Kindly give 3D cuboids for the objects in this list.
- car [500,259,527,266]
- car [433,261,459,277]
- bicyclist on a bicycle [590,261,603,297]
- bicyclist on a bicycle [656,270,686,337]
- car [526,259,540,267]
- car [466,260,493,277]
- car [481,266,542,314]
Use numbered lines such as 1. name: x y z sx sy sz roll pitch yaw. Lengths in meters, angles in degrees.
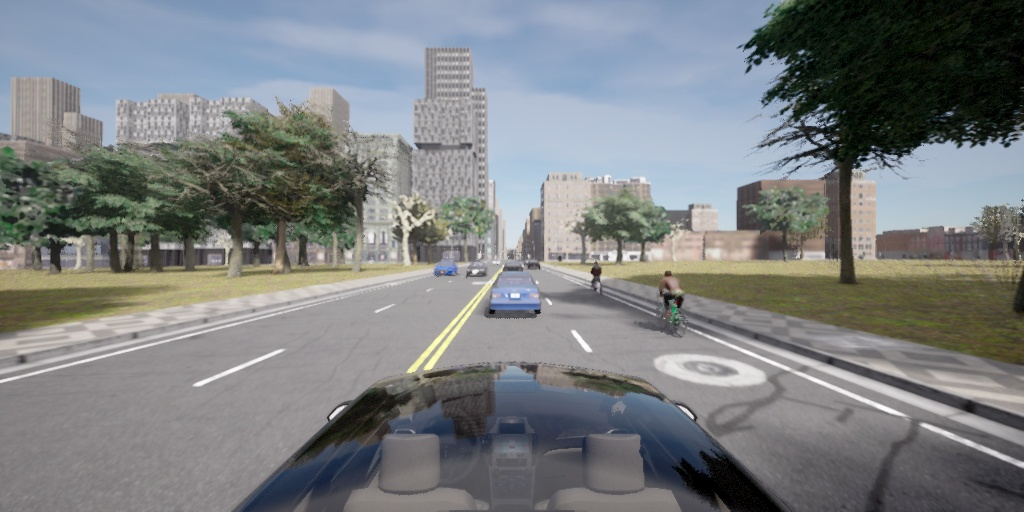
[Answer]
1. car: 0.104 1.253 33.657 1.882 1.535 5.008 0 0 0
2. car: -6.591 1.256 36.219 1.882 1.535 5.008 0 0 0
3. bicyclist on a bicycle: 4.145 1.129 17.831 0.659 1.776 1.843 0 0 0
4. bicyclist on a bicycle: 4.144 1.205 9.371 0.582 1.620 1.656 0 0 0
5. car: 3.357 1.289 56.103 1.882 1.535 5.008 0 0 0
6. car: -3.341 1.269 35.050 2.128 1.511 4.902 0 0 0
7. car: 0.101 1.303 13.868 2.033 1.411 5.357 0 0 0
